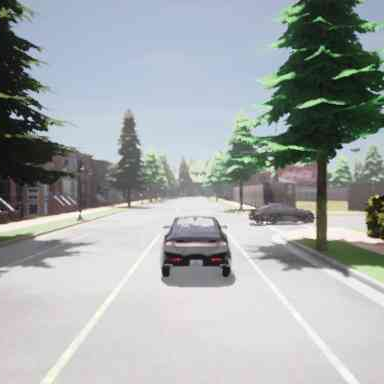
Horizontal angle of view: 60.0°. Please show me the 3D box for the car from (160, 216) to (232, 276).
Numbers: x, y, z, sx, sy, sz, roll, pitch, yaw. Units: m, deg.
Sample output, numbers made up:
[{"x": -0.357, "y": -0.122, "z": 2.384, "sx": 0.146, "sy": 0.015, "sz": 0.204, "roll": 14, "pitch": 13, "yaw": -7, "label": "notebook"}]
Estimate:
[{"x": 0.100, "y": 1.482, "z": 10.287, "sx": 2.128, "sy": 1.511, "sz": 4.902, "roll": 0, "pitch": 0, "yaw": 0, "label": "car"}]

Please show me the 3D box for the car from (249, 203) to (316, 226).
[{"x": 6.314, "y": 1.533, "z": 23.304, "sx": 4.674, "sy": 1.442, "sz": 1.812, "roll": 0, "pitch": -1, "yaw": -13, "label": "car"}]
